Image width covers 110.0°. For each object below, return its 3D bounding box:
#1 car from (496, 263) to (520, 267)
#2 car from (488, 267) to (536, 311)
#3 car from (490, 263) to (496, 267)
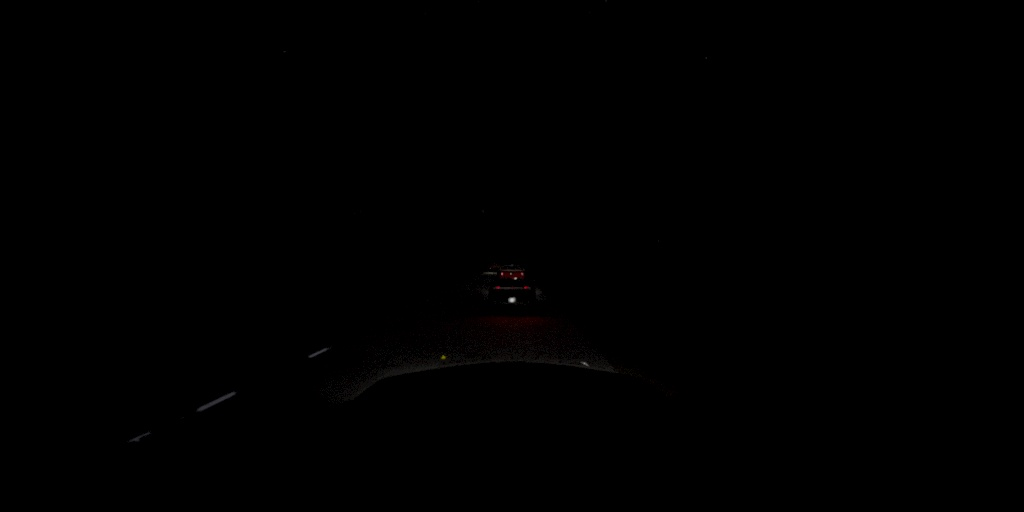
[{"bbox_3d":[0.021,1.457,30.321,2.097,1.767,4.553,0,-1,0],"label":"car"},{"bbox_3d":[0.021,1.403,15.370,2.128,1.511,4.902,0,-1,1],"label":"car"},{"bbox_3d":[-2.782,1.996,61.701,1.882,1.535,5.008,0,-1,1],"label":"car"}]
